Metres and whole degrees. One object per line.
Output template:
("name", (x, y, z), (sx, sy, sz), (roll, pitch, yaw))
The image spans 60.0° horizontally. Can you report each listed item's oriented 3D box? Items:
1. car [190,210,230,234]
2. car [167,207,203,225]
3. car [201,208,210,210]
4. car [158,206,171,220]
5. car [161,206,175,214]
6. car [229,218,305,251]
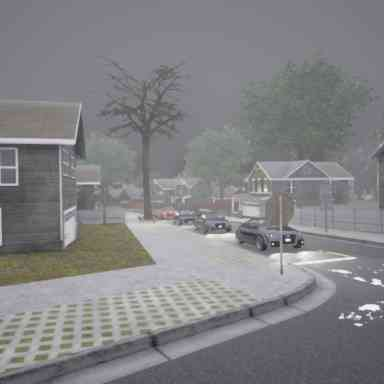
("car", (1.508, 2.303, 25.118), (1.994, 1.385, 4.181), (-1, -2, -14))
("car", (-0.823, 2.612, 34.571), (2.033, 1.411, 5.357), (-1, -2, -14))
("car", (1.180, 2.601, 38.733), (1.882, 1.535, 5.008), (-1, -2, -14))
("car", (-3.182, 2.718, 44.235), (2.097, 1.767, 4.553), (-1, -1, -14))
("car", (-4.492, 3.301, 61.386), (1.812, 1.442, 4.674), (-1, -1, -15))
("car", (3.695, 1.990, 16.470), (1.994, 1.385, 4.181), (-1, -2, -14))
